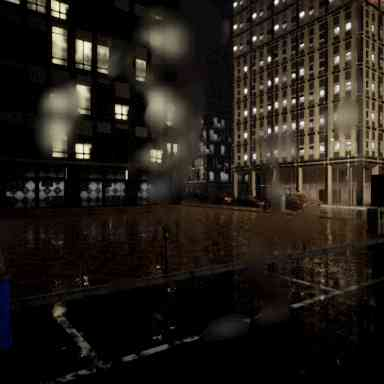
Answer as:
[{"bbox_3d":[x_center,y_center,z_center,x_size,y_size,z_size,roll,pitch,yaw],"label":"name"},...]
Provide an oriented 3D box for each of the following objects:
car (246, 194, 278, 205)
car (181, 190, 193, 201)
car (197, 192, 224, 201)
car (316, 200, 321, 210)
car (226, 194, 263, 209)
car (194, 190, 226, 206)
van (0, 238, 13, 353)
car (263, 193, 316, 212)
[{"bbox_3d":[9.680,0.984,46.280,1.802,1.307,4.206,1,0,-36],"label":"car"},{"bbox_3d":[-2.802,0.377,53.777,2.150,2.045,5.566,0,1,-35],"label":"car"},{"bbox_3d":[3.074,0.710,55.475,1.752,1.417,4.829,1,0,-36],"label":"car"},{"bbox_3d":[11.033,0.963,34.454,2.097,1.767,4.553,0,1,-36],"label":"car"},{"bbox_3d":[6.164,1.105,36.813,1.802,1.307,4.206,1,0,-36],"label":"car"},{"bbox_3d":[2.918,0.731,41.338,2.192,1.841,5.009,1,0,-36],"label":"car"},{"bbox_3d":[-4.151,1.341,3.596,3.998,1.788,1.690,0,0,-36],"label":"van"},{"bbox_3d":[9.421,1.070,32.286,1.967,1.590,4.097,1,0,-36],"label":"car"}]
